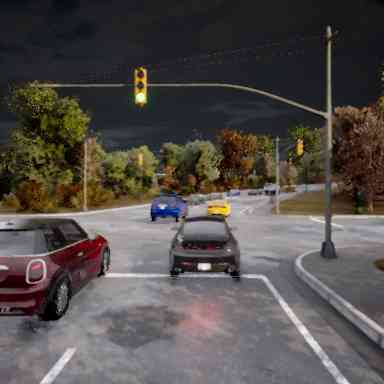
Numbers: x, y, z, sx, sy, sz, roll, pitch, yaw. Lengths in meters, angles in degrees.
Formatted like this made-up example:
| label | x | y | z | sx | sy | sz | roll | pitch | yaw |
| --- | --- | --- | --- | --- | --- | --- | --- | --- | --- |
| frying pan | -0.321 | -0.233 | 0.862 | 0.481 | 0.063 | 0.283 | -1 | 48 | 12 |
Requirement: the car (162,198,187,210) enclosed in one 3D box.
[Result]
| label | x | y | z | sx | sy | sz | roll | pitch | yaw |
| --- | --- | --- | --- | --- | --- | --- | --- | --- | --- |
| car | -2.168 | 1.482 | 42.118 | 1.994 | 1.385 | 4.181 | 0 | 1 | 16 |

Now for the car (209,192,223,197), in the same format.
| label | x | y | z | sx | sy | sz | roll | pitch | yaw |
| --- | --- | --- | --- | --- | --- | --- | --- | --- | --- |
| car | 4.182 | 0.773 | 59.838 | 1.812 | 1.442 | 4.674 | 0 | 3 | 22 |

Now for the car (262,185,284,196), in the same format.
| label | x | y | z | sx | sy | sz | roll | pitch | yaw |
| --- | --- | --- | --- | --- | --- | --- | --- | --- | --- |
| car | 16.692 | -0.114 | 68.630 | 1.882 | 1.535 | 5.008 | 0 | 4 | 32 |

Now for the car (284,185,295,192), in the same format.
| label | x | y | z | sx | sy | sz | roll | pitch | yaw |
| --- | --- | --- | --- | --- | --- | --- | --- | --- | --- |
| car | 22.322 | -0.829 | 77.105 | 1.882 | 1.535 | 5.008 | 0 | 4 | 37 |

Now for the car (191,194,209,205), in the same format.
| label | x | y | z | sx | sy | sz | roll | pitch | yaw |
| --- | --- | --- | --- | --- | --- | --- | --- | --- | --- |
| car | 0.466 | 1.045 | 50.513 | 2.097 | 1.767 | 4.553 | 0 | 2 | 20 |

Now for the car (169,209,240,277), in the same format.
| label | x | y | z | sx | sy | sz | roll | pitch | yaw |
| --- | --- | --- | --- | --- | --- | --- | --- | --- | --- |
| car | 0.388 | 1.503 | 10.259 | 1.837 | 1.490 | 4.892 | 0 | 0 | 2 |

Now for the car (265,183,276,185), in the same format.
| label | x | y | z | sx | sy | sz | roll | pitch | yaw |
| --- | --- | --- | --- | --- | --- | --- | --- | --- | --- |
| car | 18.716 | -1.058 | 78.088 | 2.150 | 2.045 | 5.566 | 0 | 4 | 37 |

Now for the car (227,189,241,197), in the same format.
| label | x | y | z | sx | sy | sz | roll | pitch | yaw |
| --- | --- | --- | --- | --- | --- | --- | --- | --- | --- |
| car | 8.775 | 0.161 | 68.954 | 1.812 | 1.442 | 4.674 | 0 | 4 | 27 |

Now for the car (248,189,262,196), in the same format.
| label | x | y | z | sx | sy | sz | roll | pitch | yaw |
| --- | --- | --- | --- | --- | --- | --- | --- | --- | --- |
| car | 13.351 | -0.003 | 69.855 | 1.994 | 1.385 | 4.181 | 0 | 4 | 32 |

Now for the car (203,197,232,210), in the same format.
| label | x | y | z | sx | sy | sz | roll | pitch | yaw |
| --- | --- | --- | --- | --- | --- | --- | --- | --- | --- |
| car | 2.563 | 1.471 | 30.750 | 1.882 | 1.535 | 5.008 | 0 | 0 | 11 |

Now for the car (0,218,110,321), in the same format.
| label | x | y | z | sx | sy | sz | roll | pitch | yaw |
| --- | --- | --- | --- | --- | --- | --- | --- | --- | --- |
| car | -3.318 | 1.349 | 7.442 | 2.097 | 1.767 | 4.553 | 0 | 0 | 0 |

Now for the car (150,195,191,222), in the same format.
| label | x | y | z | sx | sy | sz | roll | pitch | yaw |
| --- | --- | --- | --- | --- | --- | --- | --- | --- | --- |
| car | -1.730 | 1.214 | 26.445 | 2.150 | 2.045 | 5.566 | 0 | 0 | 8 |
